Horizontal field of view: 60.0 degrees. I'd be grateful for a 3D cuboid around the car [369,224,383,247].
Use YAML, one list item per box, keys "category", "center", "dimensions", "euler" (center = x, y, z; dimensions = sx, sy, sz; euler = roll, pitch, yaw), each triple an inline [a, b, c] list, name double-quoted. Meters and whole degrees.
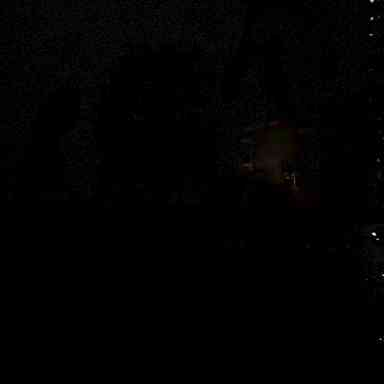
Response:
- category: "car"
  center: [10.136, 1.706, 14.931]
  dimensions: [5.357, 1.411, 2.033]
  euler: [1, 0, -36]
